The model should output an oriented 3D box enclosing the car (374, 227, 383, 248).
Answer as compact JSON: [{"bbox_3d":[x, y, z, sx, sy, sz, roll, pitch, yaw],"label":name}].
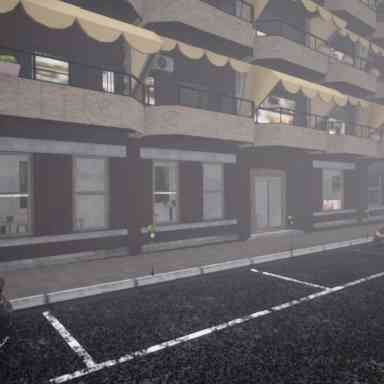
[{"bbox_3d":[9.055,1.578,13.553,4.206,1.307,1.802,0,-1,-37],"label":"car"}]

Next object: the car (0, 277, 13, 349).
[{"bbox_3d":[-4.339,1.551,3.402,4.403,1.369,2.008,0,-1,-37],"label":"car"}]
